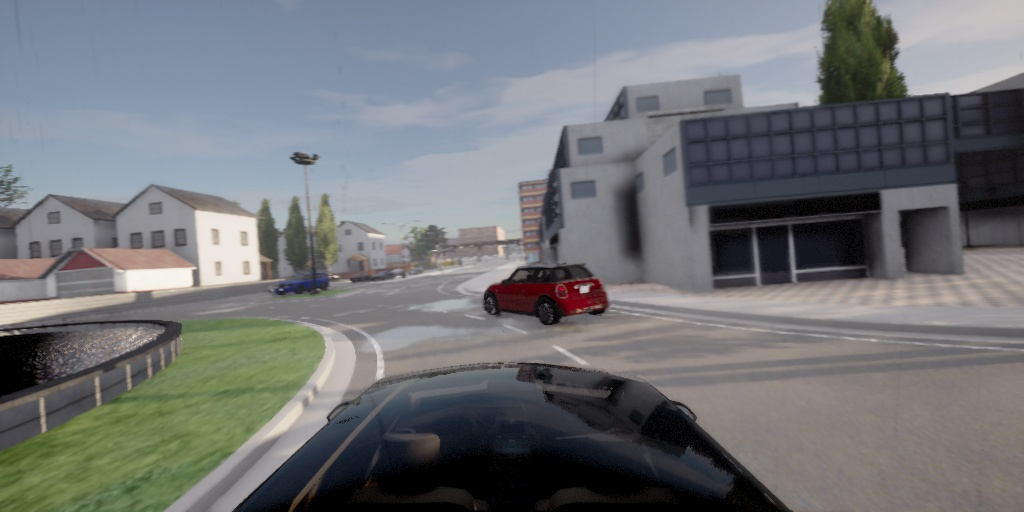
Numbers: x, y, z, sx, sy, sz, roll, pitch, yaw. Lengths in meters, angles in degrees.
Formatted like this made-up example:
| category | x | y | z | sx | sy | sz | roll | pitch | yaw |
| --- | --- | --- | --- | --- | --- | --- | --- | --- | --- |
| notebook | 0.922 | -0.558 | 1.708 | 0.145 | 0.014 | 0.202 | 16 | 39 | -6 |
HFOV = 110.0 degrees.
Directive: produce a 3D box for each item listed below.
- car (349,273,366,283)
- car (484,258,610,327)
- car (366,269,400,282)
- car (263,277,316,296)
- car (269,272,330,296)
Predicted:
| category | x | y | z | sx | sy | sz | roll | pitch | yaw |
| --- | --- | --- | --- | --- | --- | --- | --- | --- | --- |
| car | -22.658 | 3.301 | 54.198 | 1.895 | 1.301 | 4.718 | -5 | 0 | 3 |
| car | 0.846 | 1.050 | 11.654 | 2.097 | 1.767 | 4.553 | -5 | 0 | -33 |
| car | -19.195 | 2.964 | 53.582 | 2.033 | 1.411 | 5.357 | -5 | 0 | 3 |
| car | -23.889 | 3.262 | 38.793 | 2.128 | 1.511 | 4.902 | -5 | 0 | 8 |
| car | -20.866 | 2.738 | 35.986 | 2.150 | 2.045 | 5.566 | -4 | 0 | 12 |
